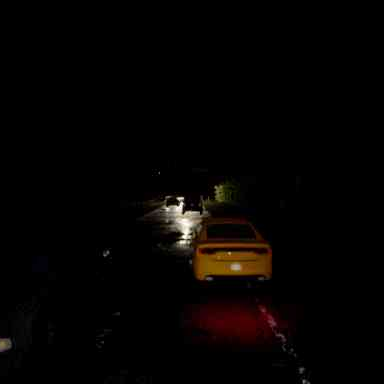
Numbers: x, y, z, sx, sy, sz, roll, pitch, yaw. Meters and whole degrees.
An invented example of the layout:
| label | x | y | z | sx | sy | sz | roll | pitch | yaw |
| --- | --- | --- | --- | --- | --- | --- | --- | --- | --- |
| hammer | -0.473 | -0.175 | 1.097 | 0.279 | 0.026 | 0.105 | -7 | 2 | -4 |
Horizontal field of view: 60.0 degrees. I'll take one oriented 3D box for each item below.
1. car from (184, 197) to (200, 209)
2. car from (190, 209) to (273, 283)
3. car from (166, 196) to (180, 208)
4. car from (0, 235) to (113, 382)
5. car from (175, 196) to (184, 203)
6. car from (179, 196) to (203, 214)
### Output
| label | x | y | z | sx | sy | sz | roll | pitch | yaw |
| --- | --- | --- | --- | --- | --- | --- | --- | --- | --- |
| car | 0.034 | 1.519 | 45.801 | 2.128 | 1.511 | 4.902 | 0 | 0 | 0 |
| car | 0.957 | 1.483 | 9.709 | 1.882 | 1.535 | 5.008 | 0 | 0 | 0 |
| car | -2.874 | 1.555 | 49.502 | 1.812 | 1.442 | 4.674 | 0 | 0 | 0 |
| car | -2.853 | 1.550 | 6.086 | 2.033 | 1.411 | 5.357 | 0 | 0 | 0 |
| car | -2.797 | 1.574 | 74.450 | 1.812 | 1.442 | 4.674 | 0 | 0 | 0 |
| car | 0.049 | 1.372 | 35.693 | 2.097 | 1.767 | 4.553 | 0 | 0 | 0 |
